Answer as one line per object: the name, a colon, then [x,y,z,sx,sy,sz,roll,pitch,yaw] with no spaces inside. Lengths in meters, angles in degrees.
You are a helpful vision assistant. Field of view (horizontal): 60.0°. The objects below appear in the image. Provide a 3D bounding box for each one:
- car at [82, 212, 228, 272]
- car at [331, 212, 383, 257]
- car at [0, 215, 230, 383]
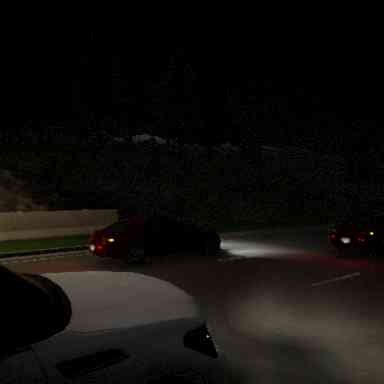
car: [-1.139,1.515,11.419,4.674,1.442,1.812,0,0,-35]
car: [7.295,1.516,12.911,4.674,1.442,1.812,0,0,-34]
car: [-2.326,1.218,2.063,5.566,2.045,2.150,0,0,-35]
